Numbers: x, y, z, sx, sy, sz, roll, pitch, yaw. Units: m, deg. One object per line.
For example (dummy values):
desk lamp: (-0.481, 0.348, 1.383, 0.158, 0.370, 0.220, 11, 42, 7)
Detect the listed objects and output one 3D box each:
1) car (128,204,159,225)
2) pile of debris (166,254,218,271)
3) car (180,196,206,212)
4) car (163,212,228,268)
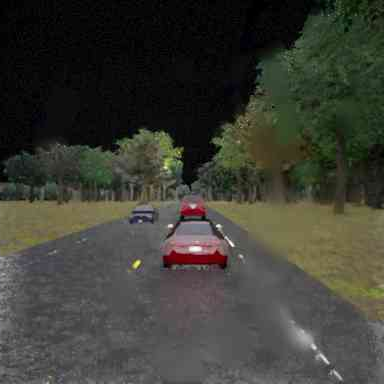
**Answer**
car: (-3.606, 1.680, 25.921, 2.033, 1.411, 5.357, 0, 0, 0)
pile of debris: (-0.003, 2.215, 10.503, 1.500, 0.140, 1.860, 0, 0, 0)
car: (0.092, 1.389, 30.213, 2.150, 2.045, 5.566, 0, 0, 0)
car: (0.092, 1.606, 11.465, 1.994, 1.385, 4.181, 0, 0, 0)
